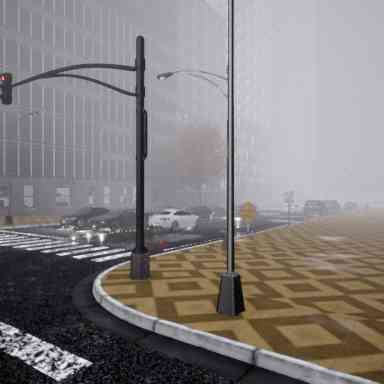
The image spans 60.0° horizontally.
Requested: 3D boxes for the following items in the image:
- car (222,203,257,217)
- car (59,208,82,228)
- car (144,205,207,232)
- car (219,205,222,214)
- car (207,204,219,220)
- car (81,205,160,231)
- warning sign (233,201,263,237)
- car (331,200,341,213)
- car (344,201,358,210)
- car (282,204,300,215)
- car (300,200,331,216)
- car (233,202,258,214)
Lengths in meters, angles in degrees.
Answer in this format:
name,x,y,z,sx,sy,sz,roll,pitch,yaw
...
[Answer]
name,x,y,z,sx,sy,sz,roll,pitch,yaw
car,5.785,2.204,40.093,1.812,1.442,4.674,0,-1,33
car,-7.724,1.844,25.166,1.812,1.442,4.674,0,-1,31
car,-1.140,1.882,22.949,1.812,1.442,4.674,0,-1,33
car,2.596,2.223,41.160,1.994,1.385,4.181,0,-1,32
car,0.346,2.003,31.685,1.837,1.490,4.892,0,-1,33
car,-4.856,1.874,23.628,2.033,1.411,5.357,0,-1,33
warning sign,3.136,1.454,18.552,1.300,1.860,1.060,1,1,33
car,22.408,2.267,53.509,2.150,2.045,5.566,0,-1,33
car,31.503,2.662,65.686,2.097,1.767,4.553,0,-1,33
car,14.075,2.386,46.685,1.812,1.442,4.674,0,-1,33
car,16.580,2.077,44.480,2.150,2.045,5.566,0,-1,33
car,8.062,2.315,49.542,1.882,1.535,5.008,0,-1,33
